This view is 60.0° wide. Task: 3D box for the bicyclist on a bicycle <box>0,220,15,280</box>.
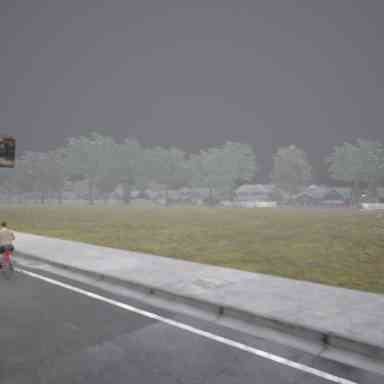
[{"bbox_3d":[-5.367,1.593,9.370,1.509,1.612,0.866,-1,-2,41],"label":"bicyclist on a bicycle"}]
